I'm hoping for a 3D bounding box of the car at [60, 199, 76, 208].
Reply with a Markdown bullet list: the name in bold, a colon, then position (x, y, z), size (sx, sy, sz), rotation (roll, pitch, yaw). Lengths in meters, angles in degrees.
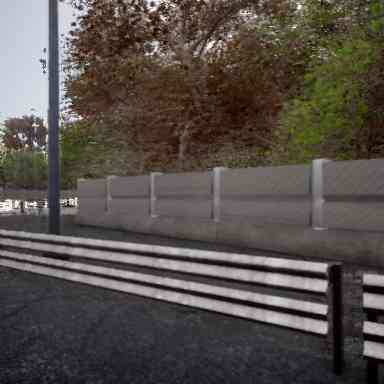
- **car**: position (-21.031, 1.894, 53.783), size (2.033, 1.411, 5.357), rotation (0, 0, 13)
